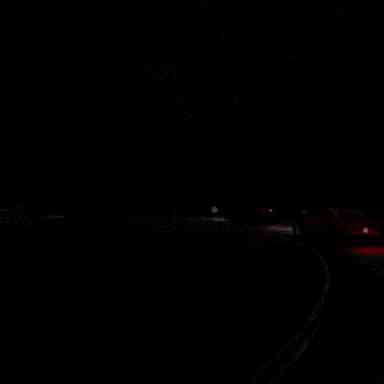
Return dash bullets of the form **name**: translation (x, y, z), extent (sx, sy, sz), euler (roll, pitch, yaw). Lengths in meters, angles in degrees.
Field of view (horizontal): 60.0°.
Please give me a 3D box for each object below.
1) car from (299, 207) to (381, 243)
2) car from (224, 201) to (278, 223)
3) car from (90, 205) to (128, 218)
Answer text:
- **car**: translation (6.946, 1.489, 16.212), extent (1.882, 1.535, 5.008), euler (0, -1, -5)
- **car**: translation (4.814, 1.529, 27.712), extent (2.097, 1.767, 4.553), euler (0, -1, -40)
- **car**: translation (-9.334, 2.009, 35.478), extent (4.718, 1.301, 1.895), euler (-1, -1, 16)
